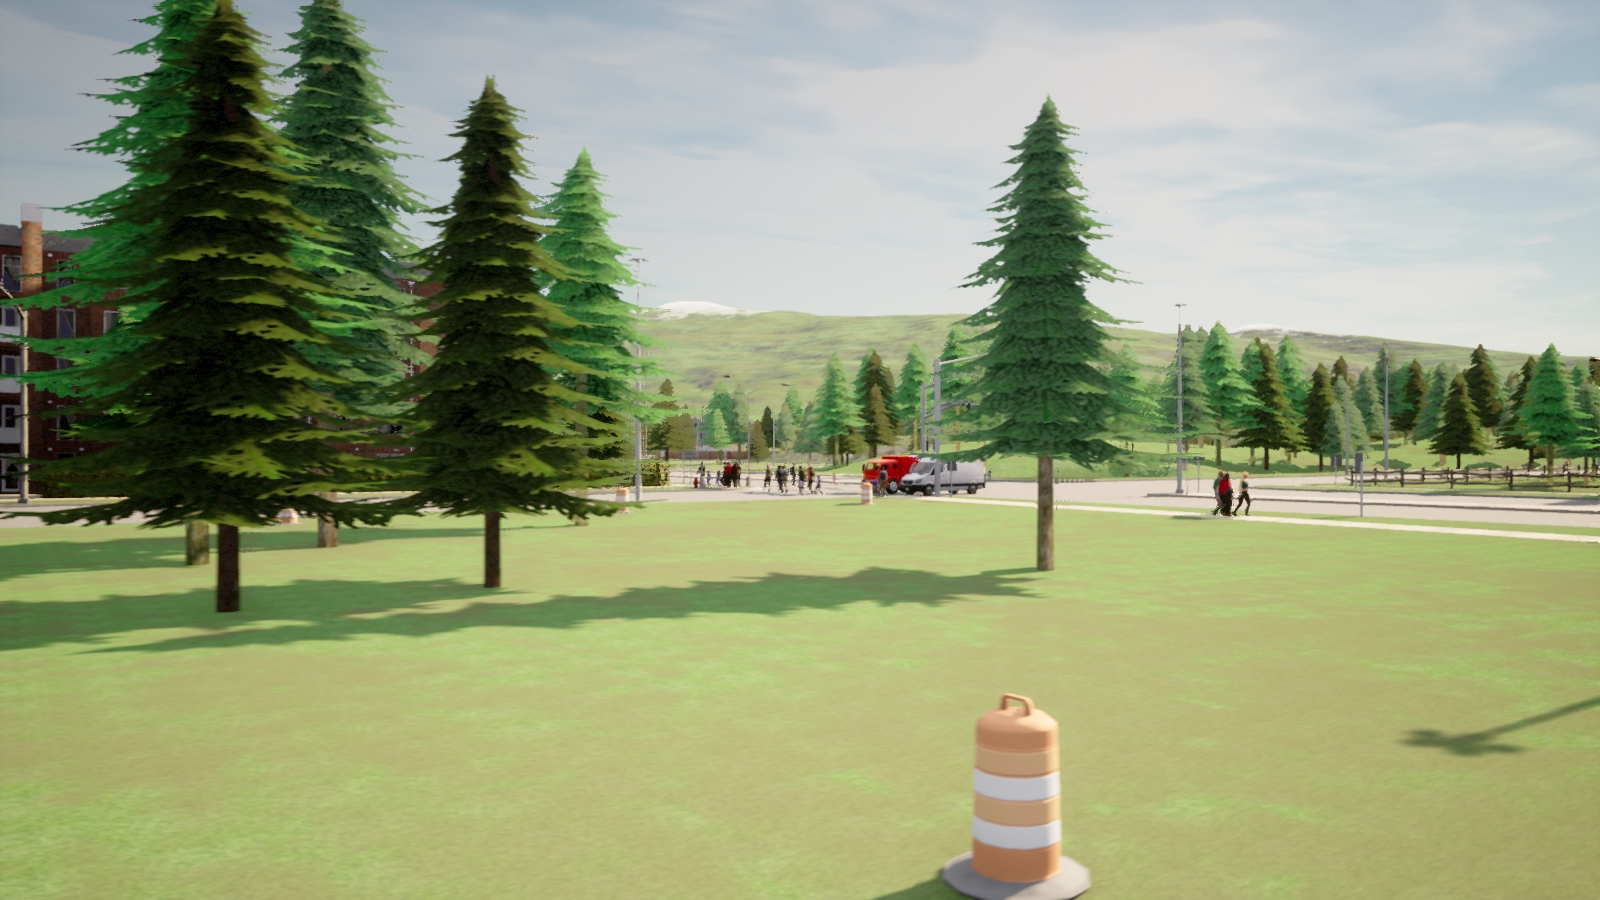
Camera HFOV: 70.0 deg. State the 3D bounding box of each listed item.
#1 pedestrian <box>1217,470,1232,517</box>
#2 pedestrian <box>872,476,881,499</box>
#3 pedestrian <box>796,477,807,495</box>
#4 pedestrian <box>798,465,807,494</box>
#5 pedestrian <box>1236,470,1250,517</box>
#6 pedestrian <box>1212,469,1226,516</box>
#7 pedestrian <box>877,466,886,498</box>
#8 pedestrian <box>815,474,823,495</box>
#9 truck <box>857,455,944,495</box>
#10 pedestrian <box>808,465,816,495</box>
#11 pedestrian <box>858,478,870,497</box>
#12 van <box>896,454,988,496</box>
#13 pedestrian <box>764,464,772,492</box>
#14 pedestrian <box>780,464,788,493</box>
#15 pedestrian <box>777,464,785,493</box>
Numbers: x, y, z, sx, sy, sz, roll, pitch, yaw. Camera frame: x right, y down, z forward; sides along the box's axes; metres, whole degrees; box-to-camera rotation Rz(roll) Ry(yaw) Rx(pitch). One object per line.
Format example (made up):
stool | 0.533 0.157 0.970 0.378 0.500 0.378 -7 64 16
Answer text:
pedestrian | 16.787 1.709 45.170 0.375 1.860 0.375 0 0 -30
pedestrian | 4.407 2.142 65.860 0.375 1.300 0.375 0 0 -26
pedestrian | 0.096 2.245 71.145 0.500 1.100 0.500 0 0 -41
pedestrian | 0.150 1.862 72.363 0.375 1.860 0.375 0 0 -36
pedestrian | 17.477 1.710 45.080 0.375 1.860 0.375 0 0 -29
pedestrian | 16.900 1.711 46.120 0.375 1.860 0.375 0 0 -29
pedestrian | 4.752 1.862 66.397 0.375 1.860 0.375 0 0 -27
pedestrian | 1.179 2.142 71.545 0.375 1.300 0.375 0 0 -36
truck | 6.602 1.584 74.763 5.204 2.467 2.627 0 0 -35
pedestrian | 0.754 1.862 71.051 0.375 1.860 0.375 0 0 -38
pedestrian | 3.814 2.242 67.637 0.500 1.100 0.500 0 0 -42
van | 9.012 1.550 72.181 5.915 2.561 1.988 0 0 -35
pedestrian | -2.114 1.862 76.240 0.375 1.860 0.375 0 0 -31
pedestrian | -1.061 1.863 75.207 0.375 1.860 0.375 0 0 -33
pedestrian | -1.258 1.862 73.995 0.375 1.860 0.375 0 0 -35
